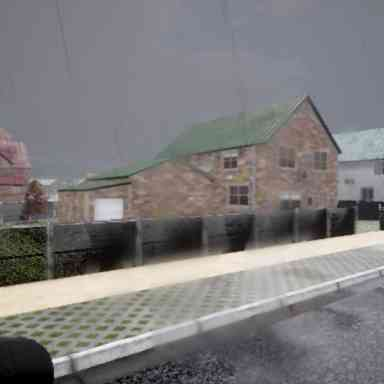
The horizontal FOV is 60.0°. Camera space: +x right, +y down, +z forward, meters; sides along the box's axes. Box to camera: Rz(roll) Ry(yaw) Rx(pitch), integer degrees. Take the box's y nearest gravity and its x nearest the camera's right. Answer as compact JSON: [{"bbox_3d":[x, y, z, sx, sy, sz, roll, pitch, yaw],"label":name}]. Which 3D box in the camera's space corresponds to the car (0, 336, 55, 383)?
[{"bbox_3d":[-2.933,1.515,0.960,4.892,1.490,1.837,0,0,-36],"label":"car"}]
